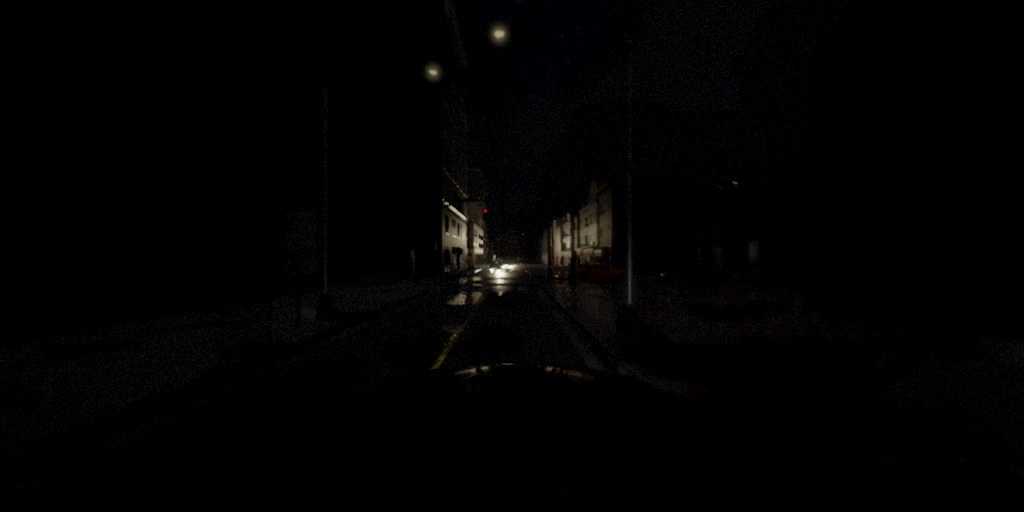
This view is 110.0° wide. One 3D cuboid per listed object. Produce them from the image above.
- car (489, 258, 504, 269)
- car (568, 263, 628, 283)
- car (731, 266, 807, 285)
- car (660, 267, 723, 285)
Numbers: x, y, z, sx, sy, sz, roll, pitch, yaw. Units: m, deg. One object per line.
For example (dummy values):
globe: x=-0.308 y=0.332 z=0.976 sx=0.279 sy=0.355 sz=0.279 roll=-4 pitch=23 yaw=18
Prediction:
car: x=-2.790 y=1.398 z=60.962 sx=2.128 sy=1.511 sz=4.902 roll=0 pitch=0 yaw=1
car: x=7.096 y=1.343 z=29.179 sx=5.008 sy=1.535 sz=1.882 roll=1 pitch=0 yaw=0
car: x=19.005 y=1.462 z=26.568 sx=4.829 sy=1.417 sz=1.751 roll=0 pitch=0 yaw=0
car: x=13.213 y=1.459 z=26.555 sx=4.313 sy=1.339 sz=1.948 roll=0 pitch=0 yaw=0
